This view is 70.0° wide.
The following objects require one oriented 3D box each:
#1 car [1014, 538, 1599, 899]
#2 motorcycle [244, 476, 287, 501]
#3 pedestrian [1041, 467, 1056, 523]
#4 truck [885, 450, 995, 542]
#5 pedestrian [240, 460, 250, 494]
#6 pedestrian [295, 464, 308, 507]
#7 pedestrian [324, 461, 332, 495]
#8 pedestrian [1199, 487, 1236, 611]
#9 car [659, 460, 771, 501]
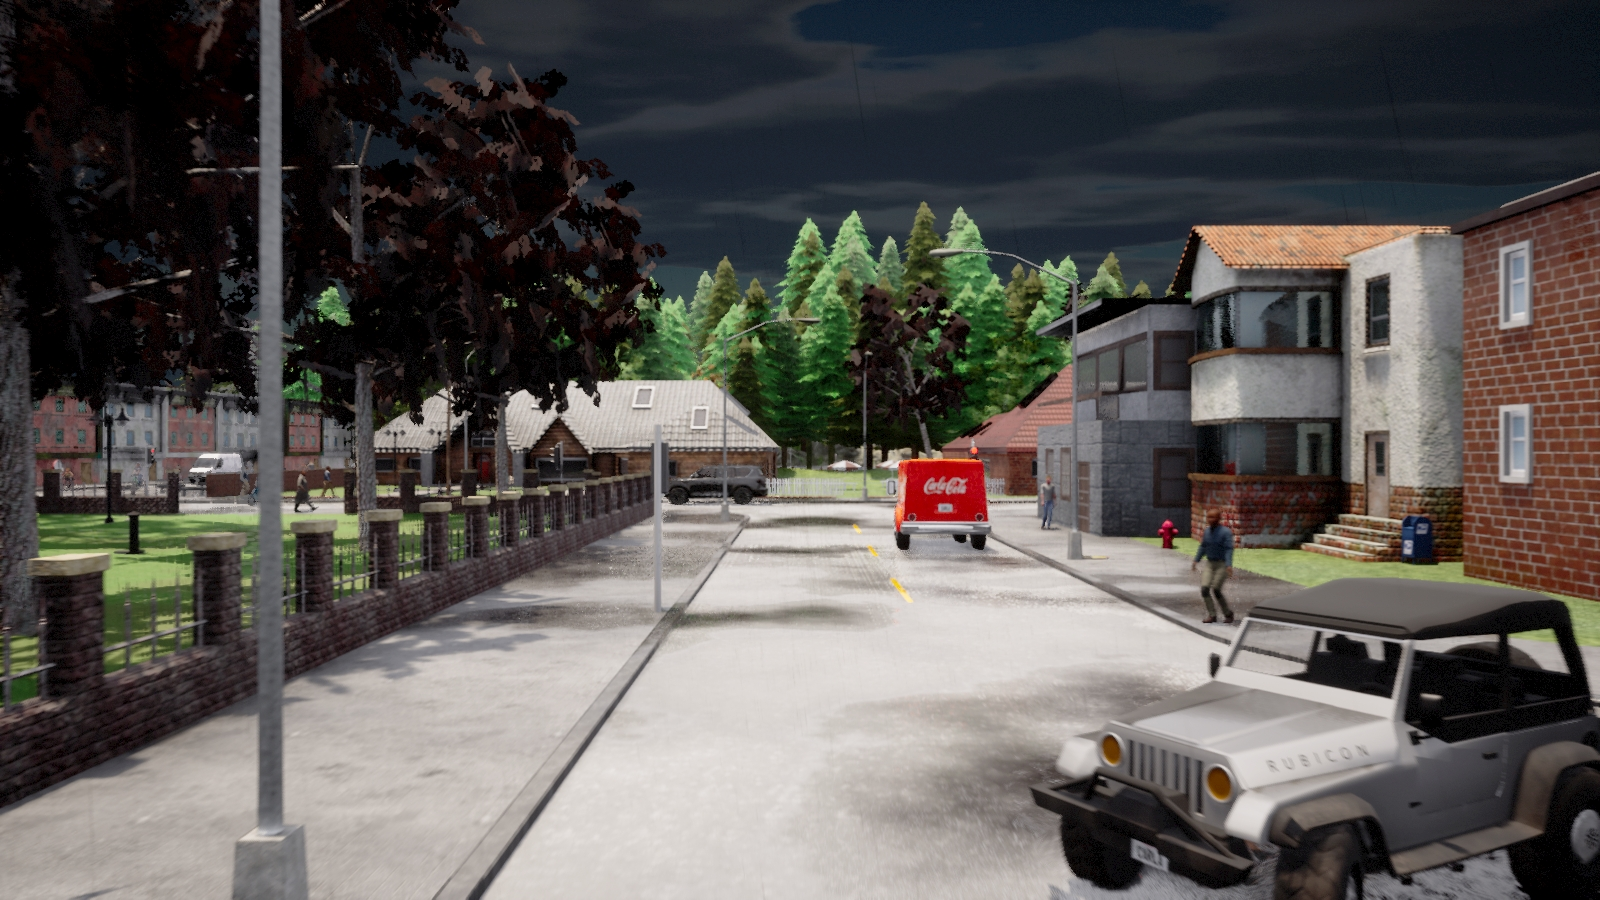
[{"bbox_3d":[3.515,1.637,7.355,3.866,1.878,1.905,0,0,-29],"label":"car"},{"bbox_3d":[-27.433,1.962,58.621,1.805,1.236,0.856,0,0,0],"label":"motorcycle"},{"bbox_3d":[8.327,1.518,38.341,0.375,1.860,0.375,0,0,-14],"label":"pedestrian"},{"bbox_3d":[3.985,1.322,33.488,2.627,2.467,5.204,0,-2,1],"label":"truck"},{"bbox_3d":[-31.053,1.518,63.931,0.375,1.860,0.375,0,0,-2],"label":"pedestrian"},{"bbox_3d":[-21.490,1.526,49.265,0.375,1.860,0.375,0,0,-1],"label":"pedestrian"},{"bbox_3d":[-25.745,1.524,62.329,0.375,1.860,0.375,0,0,-11],"label":"pedestrian"},{"bbox_3d":[6.456,1.516,17.671,0.375,1.860,0.375,0,0,-34],"label":"pedestrian"},{"bbox_3d":[-4.332,1.560,58.598,5.566,2.045,2.150,0,0,1],"label":"car"}]
